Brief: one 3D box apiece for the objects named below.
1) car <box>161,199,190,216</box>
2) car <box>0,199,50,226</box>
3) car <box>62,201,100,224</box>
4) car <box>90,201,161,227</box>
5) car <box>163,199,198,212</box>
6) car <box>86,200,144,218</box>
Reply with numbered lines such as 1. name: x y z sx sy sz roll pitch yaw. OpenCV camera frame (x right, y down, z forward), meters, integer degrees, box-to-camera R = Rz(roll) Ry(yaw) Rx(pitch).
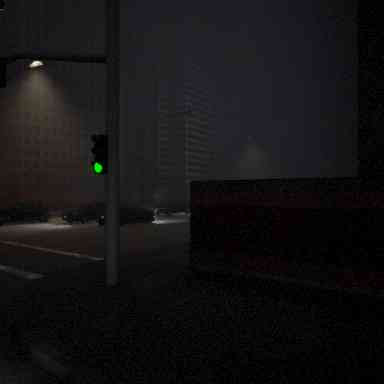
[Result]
1. car: -1.898 1.491 32.717 2.128 1.511 4.902 0 0 36
2. car: -12.662 1.352 23.793 2.097 1.767 4.553 0 0 36
3. car: -7.400 1.505 25.121 1.837 1.490 4.892 0 0 36
4. car: -4.469 1.564 22.846 1.994 1.385 4.181 0 0 36
5. car: -1.322 1.564 39.470 1.994 1.385 4.181 0 0 36
6. car: -7.121 1.547 31.478 2.033 1.411 5.357 0 0 36
